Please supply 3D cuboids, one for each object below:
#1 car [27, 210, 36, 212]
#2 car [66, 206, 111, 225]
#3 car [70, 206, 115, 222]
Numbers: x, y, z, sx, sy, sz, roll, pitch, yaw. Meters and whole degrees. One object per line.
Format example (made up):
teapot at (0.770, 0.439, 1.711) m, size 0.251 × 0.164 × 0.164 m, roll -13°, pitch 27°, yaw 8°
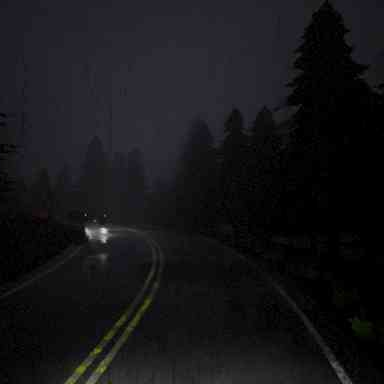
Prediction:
car at (-18.960, 2.908, 39.105) m, size 4.674 × 1.442 × 1.812 m, roll -5°, pitch -7°, yaw 26°
car at (-8.326, 1.845, 26.137) m, size 1.895 × 1.301 × 4.718 m, roll 5°, pitch -4°, yaw -35°
car at (-9.878, 2.190, 32.837) m, size 2.128 × 1.511 × 4.902 m, roll 6°, pitch -7°, yaw -45°
